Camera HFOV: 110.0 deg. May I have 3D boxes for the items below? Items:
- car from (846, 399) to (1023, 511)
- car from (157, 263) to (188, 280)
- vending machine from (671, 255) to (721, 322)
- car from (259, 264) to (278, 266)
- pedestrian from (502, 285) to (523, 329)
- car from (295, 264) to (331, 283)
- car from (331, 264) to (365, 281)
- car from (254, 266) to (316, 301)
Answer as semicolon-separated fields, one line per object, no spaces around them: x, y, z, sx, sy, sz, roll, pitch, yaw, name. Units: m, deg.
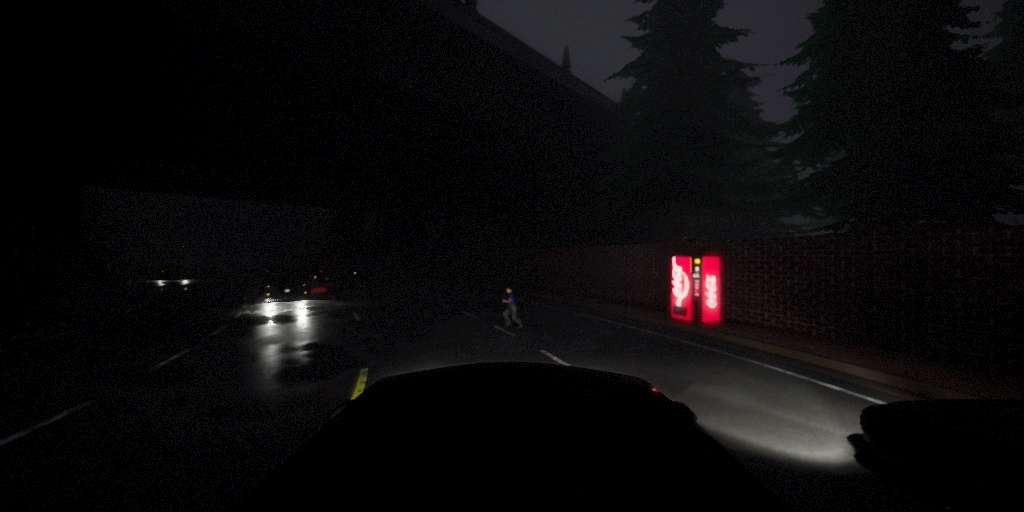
3.919;1.290;0.573;2.033;1.411;5.357;0;0;-3;car
-31.589;1.363;33.368;5.008;1.535;1.882;0;0;44;car
5.482;0.969;10.722;1.100;2.100;0.880;0;0;-22;vending machine
-25.463;1.493;37.437;4.718;1.301;1.895;0;0;44;car
0.011;1.350;9.876;0.375;1.300;0.375;0;0;-23;pedestrian
-16.429;1.358;28.564;1.837;1.490;4.892;0;-1;-45;car
-14.749;1.427;31.839;1.994;1.385;4.181;0;0;-45;car
-11.347;1.378;17.709;1.994;1.385;4.181;0;0;-38;car
